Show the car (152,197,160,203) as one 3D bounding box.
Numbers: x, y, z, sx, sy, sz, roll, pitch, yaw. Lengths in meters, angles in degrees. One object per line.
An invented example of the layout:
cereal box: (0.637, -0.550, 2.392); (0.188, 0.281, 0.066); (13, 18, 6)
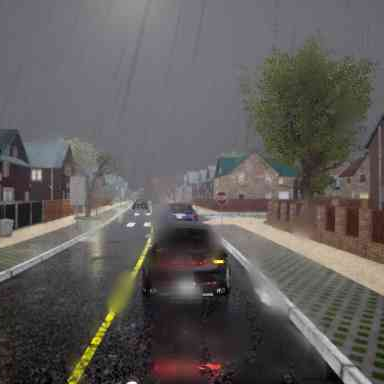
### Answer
car: (-8.980, 2.010, 81.860); (1.895, 1.301, 4.718); (0, -1, -7)

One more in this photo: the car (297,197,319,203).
car: (10.590, 1.377, 32.588); (4.553, 1.767, 2.097); (0, -1, -8)

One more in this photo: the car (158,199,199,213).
car: (-0.682, 1.397, 20.389); (2.097, 1.767, 4.553); (0, 0, 0)

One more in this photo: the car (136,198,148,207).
car: (-8.584, 1.820, 57.146); (1.994, 1.385, 4.181); (0, -1, -7)

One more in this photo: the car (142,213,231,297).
car: (-0.185, 1.516, 8.591); (1.837, 1.490, 4.892); (0, 0, -3)

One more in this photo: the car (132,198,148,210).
car: (-6.965, 1.721, 44.795); (1.994, 1.385, 4.181); (0, -1, -7)

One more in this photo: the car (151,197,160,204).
car: (-7.618, 1.893, 71.503); (1.837, 1.490, 4.892); (0, -1, -7)

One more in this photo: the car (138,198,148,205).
car: (-10.164, 1.916, 69.777); (2.033, 1.411, 5.357); (0, -1, -7)
